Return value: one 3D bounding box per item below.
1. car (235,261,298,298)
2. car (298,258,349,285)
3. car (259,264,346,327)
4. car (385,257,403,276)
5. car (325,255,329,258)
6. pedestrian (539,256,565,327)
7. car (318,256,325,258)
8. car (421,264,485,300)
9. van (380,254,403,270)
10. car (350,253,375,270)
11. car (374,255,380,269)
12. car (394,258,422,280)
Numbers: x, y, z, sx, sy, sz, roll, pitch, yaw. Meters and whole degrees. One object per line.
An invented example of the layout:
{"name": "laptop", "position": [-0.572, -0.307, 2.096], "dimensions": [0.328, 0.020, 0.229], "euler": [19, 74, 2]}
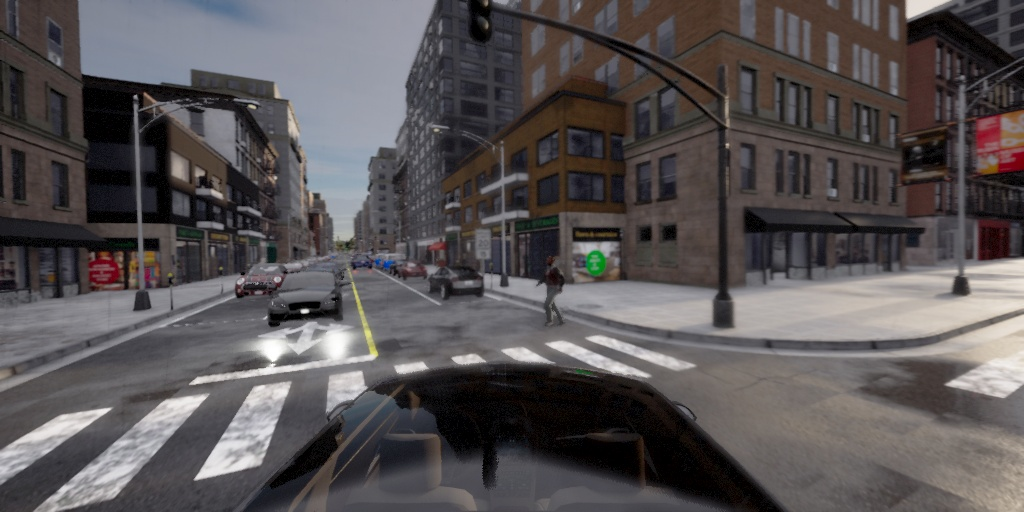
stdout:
{"name": "car", "position": [-12.206, 1.107, 17.888], "dimensions": [1.967, 1.591, 4.097], "euler": [0, 0, -25]}
{"name": "car", "position": [-10.519, 1.090, 20.226], "dimensions": [2.128, 1.511, 4.902], "euler": [-1, 1, -25]}
{"name": "car", "position": [-6.489, 1.187, 11.637], "dimensions": [1.837, 1.490, 4.892], "euler": [-1, 1, -25]}
{"name": "car", "position": [-9.623, 0.958, 31.272], "dimensions": [1.948, 1.339, 4.313], "euler": [0, 0, -25]}
{"name": "car", "position": [-28.588, 0.906, 52.809], "dimensions": [2.007, 1.370, 4.403], "euler": [0, 0, -25]}
{"name": "pedestrian", "position": [1.028, 0.895, 9.199], "dimensions": [0.375, 1.860, 0.375], "euler": [-1, 1, -25]}
{"name": "car", "position": [-23.907, 0.879, 42.831], "dimensions": [1.967, 1.591, 4.097], "euler": [0, 0, -25]}
{"name": "car", "position": [-2.601, 1.102, 16.305], "dimensions": [1.948, 1.339, 4.313], "euler": [0, 0, -25]}
{"name": "van", "position": [-11.963, 0.687, 36.260], "dimensions": [1.690, 1.789, 3.998], "euler": [0, 0, -25]}
{"name": "car", "position": [-18.261, 0.681, 43.666], "dimensions": [2.097, 1.767, 4.553], "euler": [-1, 1, -25]}
{"name": "car", "position": [-14.303, 0.853, 41.249], "dimensions": [2.007, 1.370, 4.403], "euler": [0, 0, -25]}
{"name": "car", "position": [-7.282, 1.021, 26.283], "dimensions": [1.802, 1.307, 4.207], "euler": [0, 0, -25]}
